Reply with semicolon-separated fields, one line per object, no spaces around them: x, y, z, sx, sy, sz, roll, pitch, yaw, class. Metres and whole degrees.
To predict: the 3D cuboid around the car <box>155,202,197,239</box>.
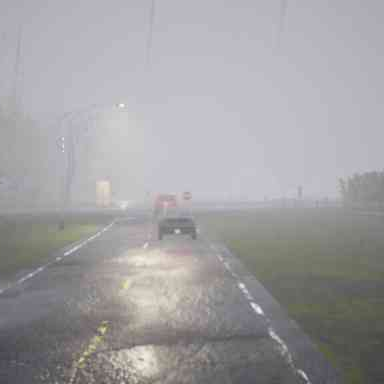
-0.830;1.502;17.223;1.837;1.490;4.892;0;0;-5;car

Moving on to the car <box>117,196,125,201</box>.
-19.412;1.671;90.583;2.033;1.411;5.357;0;0;-14;car

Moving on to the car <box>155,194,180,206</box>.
-2.453;1.235;33.249;2.150;2.045;5.566;0;0;-2;car
